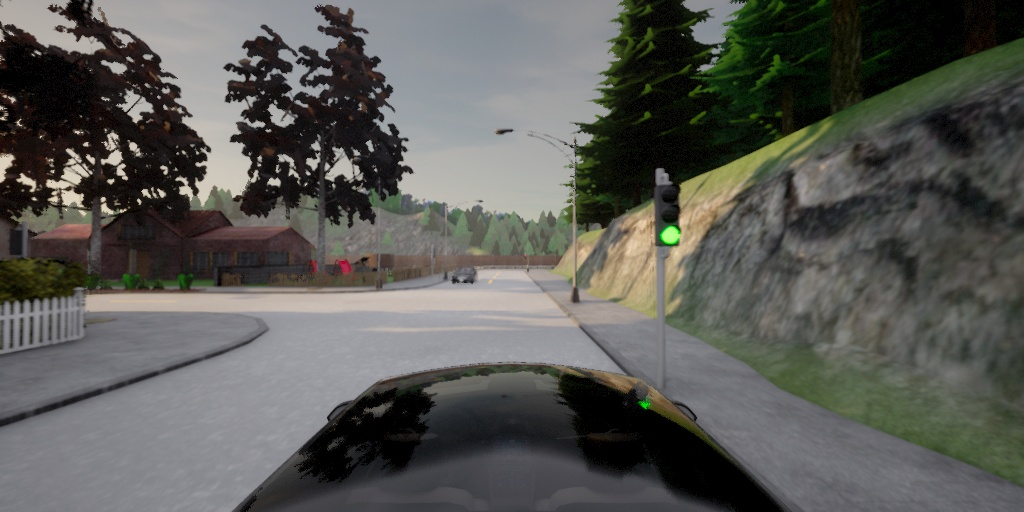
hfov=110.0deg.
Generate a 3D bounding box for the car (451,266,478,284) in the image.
[{"bbox_3d":[-3.984,1.653,30.846,2.128,1.511,4.902,0,0,0],"label":"car"}]
